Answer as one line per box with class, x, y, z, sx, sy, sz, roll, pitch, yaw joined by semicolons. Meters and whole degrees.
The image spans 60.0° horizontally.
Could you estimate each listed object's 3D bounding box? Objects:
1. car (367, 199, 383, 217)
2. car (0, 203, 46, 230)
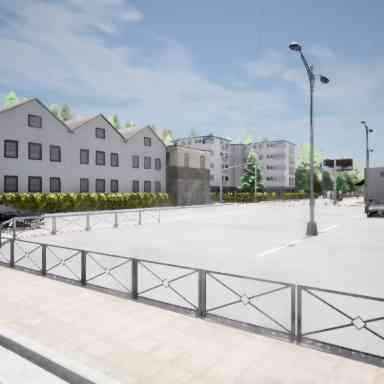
car;15.399;1.298;26.827;2.007;1.523;4.514;0;0;35
car;-10.080;1.285;17.109;1.882;1.535;5.008;0;0;35
